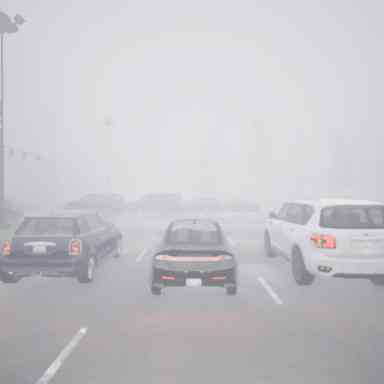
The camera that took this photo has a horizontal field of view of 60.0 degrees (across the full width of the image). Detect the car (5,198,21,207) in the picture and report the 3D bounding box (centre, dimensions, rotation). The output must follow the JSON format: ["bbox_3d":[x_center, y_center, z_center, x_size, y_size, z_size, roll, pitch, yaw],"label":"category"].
[{"bbox_3d":[-15.089,1.244,24.568,4.553,1.767,2.097,0,0,-12],"label":"car"}]

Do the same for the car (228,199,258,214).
[{"bbox_3d":[4.468,1.379,33.426,1.812,1.442,4.674,0,0,-45],"label":"car"}]

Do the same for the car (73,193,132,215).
[{"bbox_3d":[-8.409,1.095,28.800,5.566,2.045,2.150,0,-1,13],"label":"car"}]

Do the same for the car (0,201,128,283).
[{"bbox_3d":[-3.438,1.309,9.661,2.097,1.767,4.553,0,0,0],"label":"car"}]

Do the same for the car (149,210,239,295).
[{"bbox_3d":[0.055,1.453,8.580,2.128,1.511,4.902,0,0,1],"label":"car"}]

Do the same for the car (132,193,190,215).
[{"bbox_3d":[-3.405,1.088,30.538,5.566,2.045,2.150,0,0,28],"label":"car"}]

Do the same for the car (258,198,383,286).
[{"bbox_3d":[3.559,1.180,9.434,2.150,2.045,5.566,0,0,0],"label":"car"}]

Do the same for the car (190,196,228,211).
[{"bbox_3d":[0.723,1.212,31.865,4.553,1.767,2.097,0,1,39],"label":"car"}]
